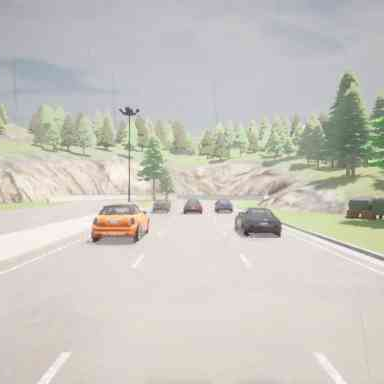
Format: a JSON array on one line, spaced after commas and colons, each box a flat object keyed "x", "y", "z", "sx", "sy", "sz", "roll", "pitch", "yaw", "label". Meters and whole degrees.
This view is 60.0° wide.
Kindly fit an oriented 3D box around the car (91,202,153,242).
[{"x": -3.394, "y": 1.352, "z": 16.570, "sx": 2.097, "sy": 1.767, "sz": 4.553, "roll": 0, "pitch": 0, "yaw": 0, "label": "car"}]

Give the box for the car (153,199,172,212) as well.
[{"x": -3.385, "y": 1.547, "z": 37.963, "sx": 2.033, "sy": 1.411, "sz": 5.357, "roll": 0, "pitch": 0, "yaw": 0, "label": "car"}]

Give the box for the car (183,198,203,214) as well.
[{"x": 0.110, "y": 1.564, "z": 35.276, "sx": 1.994, "sy": 1.385, "sz": 4.181, "roll": 0, "pitch": 0, "yaw": 0, "label": "car"}]

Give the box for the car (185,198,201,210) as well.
[{"x": 0.170, "y": 1.547, "z": 44.517, "sx": 2.033, "sy": 1.411, "sz": 5.357, "roll": 0, "pitch": 0, "yaw": 1, "label": "car"}]

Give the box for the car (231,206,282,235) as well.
[{"x": 3.607, "y": 1.564, "z": 18.644, "sx": 1.994, "sy": 1.385, "sz": 4.181, "roll": 0, "pitch": 0, "yaw": 0, "label": "car"}]

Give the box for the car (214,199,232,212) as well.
[{"x": 3.616, "y": 1.547, "z": 38.459, "sx": 2.033, "sy": 1.411, "sz": 5.357, "roll": 0, "pitch": 0, "yaw": 0, "label": "car"}]
